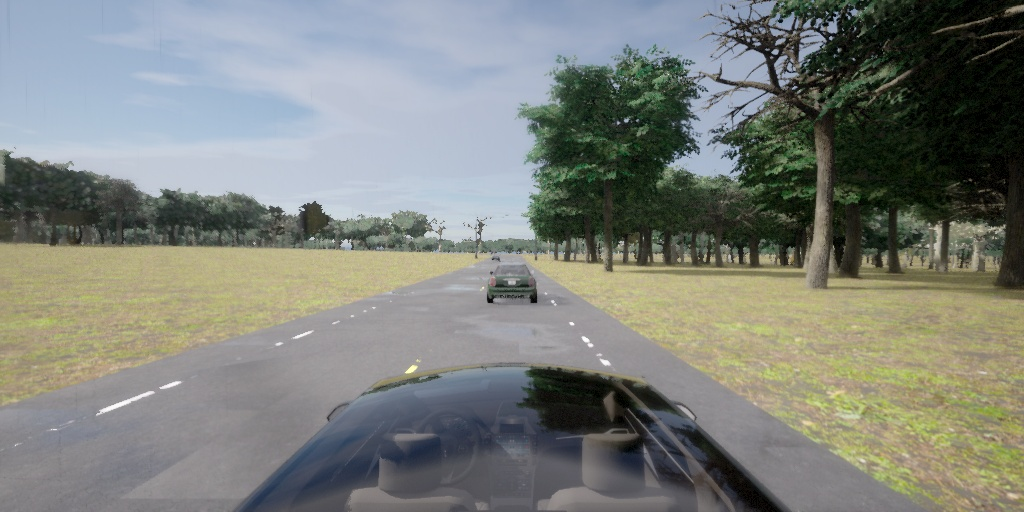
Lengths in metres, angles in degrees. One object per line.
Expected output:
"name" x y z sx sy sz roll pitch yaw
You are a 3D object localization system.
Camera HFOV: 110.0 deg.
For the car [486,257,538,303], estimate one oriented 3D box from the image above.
"car" 0.001 1.080 16.471 2.097 1.767 4.553 0 0 0
